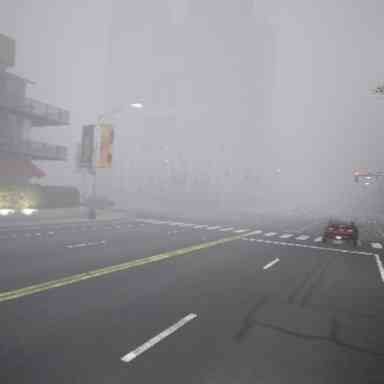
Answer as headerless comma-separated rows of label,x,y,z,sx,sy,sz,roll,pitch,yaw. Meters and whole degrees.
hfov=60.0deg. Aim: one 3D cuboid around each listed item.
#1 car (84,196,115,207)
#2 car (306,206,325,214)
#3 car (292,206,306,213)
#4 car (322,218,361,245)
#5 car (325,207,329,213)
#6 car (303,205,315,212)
car,-12.292,1.183,44.336,4.181,1.385,1.994,4,0,27
car,25.210,3.573,67.834,2.097,1.767,4.553,3,-1,27
car,22.051,3.627,69.358,1.895,1.301,4.718,3,-1,27
car,9.136,2.354,20.369,1.837,1.490,4.892,3,-1,27
car,32.683,4.350,82.361,2.128,1.511,4.902,3,-1,27
car,29.568,4.181,83.949,2.033,1.411,5.357,3,-1,27
